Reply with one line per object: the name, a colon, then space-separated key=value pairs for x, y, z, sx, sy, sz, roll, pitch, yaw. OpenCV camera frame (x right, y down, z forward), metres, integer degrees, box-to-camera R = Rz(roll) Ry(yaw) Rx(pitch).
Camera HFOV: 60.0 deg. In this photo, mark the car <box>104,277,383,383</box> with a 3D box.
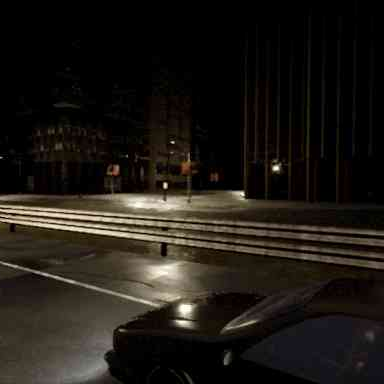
car: x=1.640 y=1.546 z=2.829 sx=5.357 sy=1.411 sz=2.033 roll=1 pitch=0 yaw=36
